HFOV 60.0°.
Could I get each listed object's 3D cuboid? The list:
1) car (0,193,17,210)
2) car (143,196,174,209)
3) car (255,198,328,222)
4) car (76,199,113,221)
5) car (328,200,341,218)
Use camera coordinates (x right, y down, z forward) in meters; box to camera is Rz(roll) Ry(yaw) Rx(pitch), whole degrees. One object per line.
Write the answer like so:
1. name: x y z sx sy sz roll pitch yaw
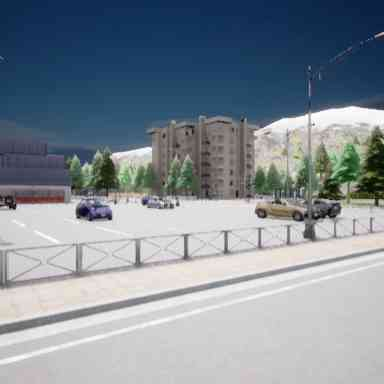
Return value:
1. car: -20.876 1.036 36.970 1.932 1.855 4.605 0 0 -36
2. car: -3.802 1.327 39.979 1.970 1.475 3.806 0 0 -36
3. car: 7.008 1.276 24.762 2.152 1.636 5.027 0 0 -36
4. car: -7.088 1.262 24.046 1.845 1.501 3.633 0 0 -36
5. car: 9.520 1.285 26.641 2.007 1.523 4.514 0 0 -36
